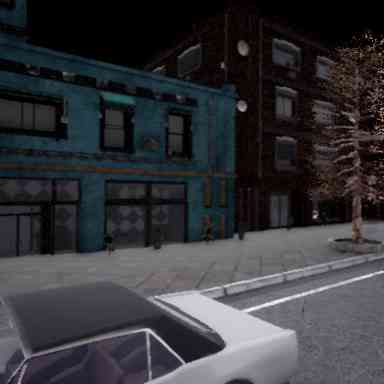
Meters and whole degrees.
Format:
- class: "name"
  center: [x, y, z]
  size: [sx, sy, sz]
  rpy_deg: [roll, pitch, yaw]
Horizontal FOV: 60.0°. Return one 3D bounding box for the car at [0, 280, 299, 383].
- class: "car"
  center: [-1.327, 1.600, 2.733]
  size: [4.718, 1.301, 1.895]
  rpy_deg: [0, 0, -35]
